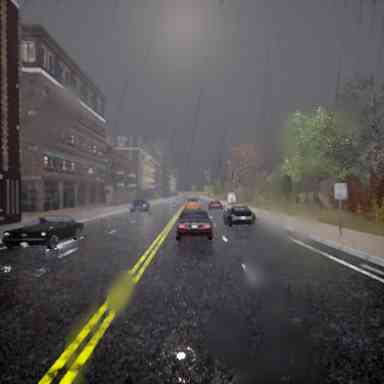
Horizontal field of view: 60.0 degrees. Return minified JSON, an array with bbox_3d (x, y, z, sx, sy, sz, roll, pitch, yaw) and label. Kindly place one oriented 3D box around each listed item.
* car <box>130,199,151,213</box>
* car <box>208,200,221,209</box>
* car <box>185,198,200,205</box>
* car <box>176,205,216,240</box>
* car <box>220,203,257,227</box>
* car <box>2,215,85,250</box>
[{"bbox_3d":[-6.514,1.675,42.177,2.097,1.767,4.553,-1,0,1],"label":"car"},{"bbox_3d":[3.348,1.841,48.666,1.994,1.385,4.181,-1,0,1],"label":"car"},{"bbox_3d":[0.056,1.636,45.325,2.097,1.767,4.553,-1,0,0],"label":"car"},{"bbox_3d":[0.117,1.666,17.898,2.033,1.411,5.357,-1,0,0],"label":"car"},{"bbox_3d":[3.372,1.689,23.921,1.994,1.385,4.181,-1,0,0],"label":"car"},{"bbox_3d":[-6.590,1.764,15.296,1.895,1.301,4.718,-1,0,0],"label":"car"}]
